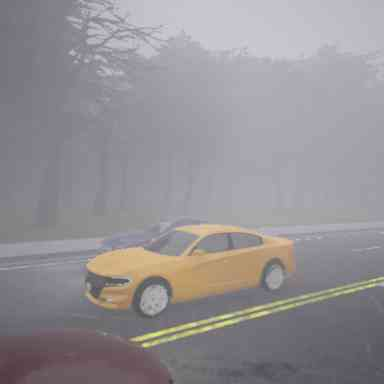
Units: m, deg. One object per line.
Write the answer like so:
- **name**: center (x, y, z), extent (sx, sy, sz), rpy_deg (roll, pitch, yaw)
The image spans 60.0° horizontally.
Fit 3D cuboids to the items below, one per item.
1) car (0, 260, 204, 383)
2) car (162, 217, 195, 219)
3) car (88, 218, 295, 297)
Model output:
- **car**: center (-2.241, 1.513, 1.760), extent (4.674, 1.442, 1.812), rpy_deg (1, 0, -35)
- **car**: center (-0.615, 1.562, 10.920), extent (4.674, 1.442, 1.812), rpy_deg (1, 0, -32)
- **car**: center (0.175, 1.505, 7.559), extent (5.008, 1.535, 1.882), rpy_deg (1, 0, -33)
